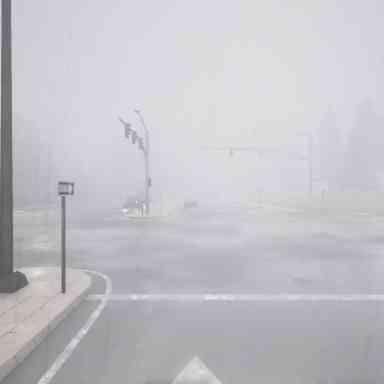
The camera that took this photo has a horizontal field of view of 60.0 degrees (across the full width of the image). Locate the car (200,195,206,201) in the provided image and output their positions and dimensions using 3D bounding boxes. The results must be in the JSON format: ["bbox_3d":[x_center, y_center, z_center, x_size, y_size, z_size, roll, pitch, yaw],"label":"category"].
[{"bbox_3d":[2.727,1.524,85.886,1.812,1.442,4.674,0,0,-1],"label":"car"}]

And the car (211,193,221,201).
[{"bbox_3d":[6.227,1.225,85.894,2.150,2.045,5.566,0,0,-1],"label":"car"}]

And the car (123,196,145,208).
[{"bbox_3d":[-8.263,1.352,46.729,2.097,1.767,4.553,0,0,-1],"label":"car"}]

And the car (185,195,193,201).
[{"bbox_3d":[-0.772,1.500,85.824,1.837,1.490,4.892,0,0,-1],"label":"car"}]

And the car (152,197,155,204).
[{"bbox_3d":[-8.491,1.601,65.707,1.895,1.301,4.718,0,0,0],"label":"car"}]

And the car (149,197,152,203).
[{"bbox_3d":[-8.391,1.505,55.763,1.837,1.490,4.892,0,0,-1],"label":"car"}]

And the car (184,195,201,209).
[{"bbox_3d":[-0.135,1.525,44.781,1.812,1.442,4.674,0,0,-1],"label":"car"}]
